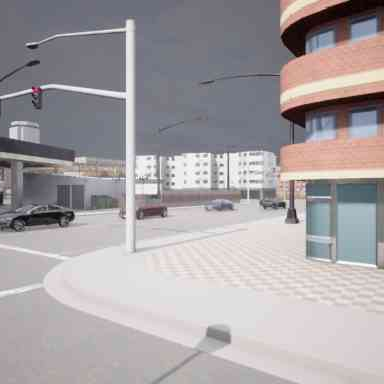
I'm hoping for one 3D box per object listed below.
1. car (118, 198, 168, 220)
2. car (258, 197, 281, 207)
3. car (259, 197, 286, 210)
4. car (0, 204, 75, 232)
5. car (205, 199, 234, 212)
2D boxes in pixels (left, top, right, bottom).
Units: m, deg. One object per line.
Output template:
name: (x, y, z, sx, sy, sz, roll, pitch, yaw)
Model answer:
car: (-4.121, 1.352, 28.490, 2.097, 1.767, 4.553, 0, 0, 34)
car: (12.134, 1.523, 51.875, 1.882, 1.535, 5.008, 0, 0, 35)
car: (10.870, 1.491, 43.704, 2.128, 1.511, 4.902, 0, 0, 35)
car: (-9.602, 1.491, 20.477, 2.128, 1.511, 4.902, 0, 0, 34)
car: (3.296, 1.526, 39.223, 1.812, 1.442, 4.674, 0, 0, 35)
